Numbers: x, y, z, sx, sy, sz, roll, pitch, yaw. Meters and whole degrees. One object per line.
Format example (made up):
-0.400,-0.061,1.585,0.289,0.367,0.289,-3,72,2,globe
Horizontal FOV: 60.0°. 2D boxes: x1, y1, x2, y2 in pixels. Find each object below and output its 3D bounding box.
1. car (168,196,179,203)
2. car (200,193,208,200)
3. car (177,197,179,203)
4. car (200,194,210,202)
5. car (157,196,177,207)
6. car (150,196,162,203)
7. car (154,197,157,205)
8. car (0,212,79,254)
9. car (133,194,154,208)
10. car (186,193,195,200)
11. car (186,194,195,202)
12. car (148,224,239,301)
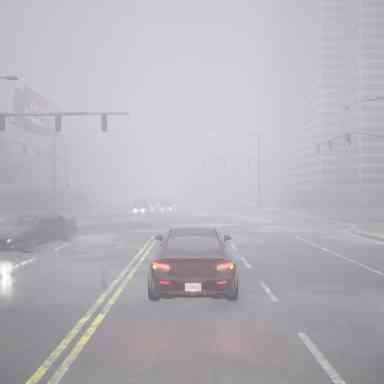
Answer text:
-3.809,1.553,69.846,1.994,1.385,4.181,0,0,0,car
3.108,1.184,88.309,2.097,1.767,4.553,0,0,0,car
-3.839,1.526,59.836,1.812,1.442,4.674,0,0,0,car
3.154,1.515,78.021,2.128,1.511,4.902,0,0,0,car
-3.819,1.564,51.059,1.994,1.385,4.181,0,0,0,car
-7.310,1.601,68.021,1.895,1.301,4.718,0,0,0,car
-7.338,1.601,57.721,1.895,1.301,4.718,0,0,0,car
-6.571,1.547,13.769,2.033,1.411,5.357,0,0,6,car
-7.310,1.491,48.450,2.128,1.511,4.902,0,0,0,car
-0.392,1.184,88.293,2.097,1.767,4.553,0,0,0,car
-0.347,1.584,78.388,1.895,1.301,4.718,0,0,0,car
0.028,1.526,8.212,1.812,1.442,4.674,0,0,0,car
